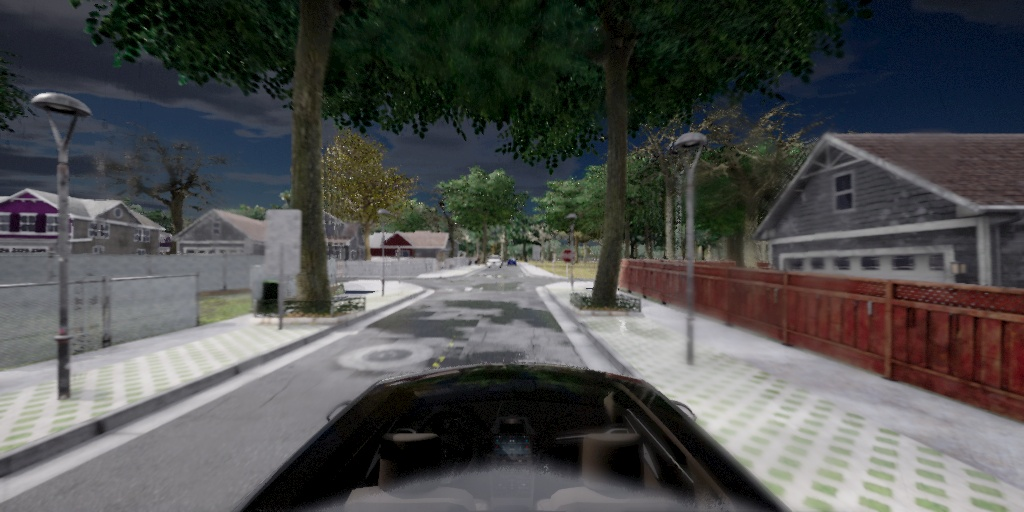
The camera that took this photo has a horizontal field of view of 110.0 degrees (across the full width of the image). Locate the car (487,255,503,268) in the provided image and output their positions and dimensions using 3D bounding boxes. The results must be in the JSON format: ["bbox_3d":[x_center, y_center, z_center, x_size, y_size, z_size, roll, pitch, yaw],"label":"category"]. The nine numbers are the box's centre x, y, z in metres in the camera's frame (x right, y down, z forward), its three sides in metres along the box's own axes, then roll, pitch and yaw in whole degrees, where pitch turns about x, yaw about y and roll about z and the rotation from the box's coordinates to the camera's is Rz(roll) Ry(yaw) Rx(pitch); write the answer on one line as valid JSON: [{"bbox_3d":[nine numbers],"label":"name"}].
[{"bbox_3d":[-2.817,0.925,58.103,2.150,2.045,5.566,0,0,0],"label":"car"}]
